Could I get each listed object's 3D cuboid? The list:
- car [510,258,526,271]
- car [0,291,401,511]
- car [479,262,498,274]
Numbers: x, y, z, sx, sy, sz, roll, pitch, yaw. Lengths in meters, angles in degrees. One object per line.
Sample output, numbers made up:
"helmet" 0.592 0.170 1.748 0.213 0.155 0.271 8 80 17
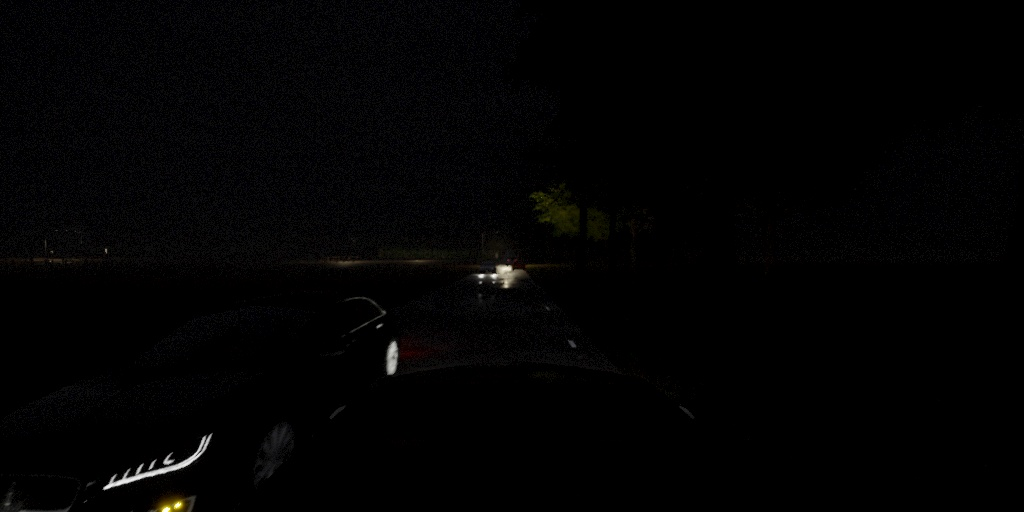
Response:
"car" 0.970 1.382 52.331 1.882 1.535 5.008 0 0 0
"car" -2.837 1.261 4.425 1.837 1.490 4.892 0 0 0
"car" -2.829 1.405 42.798 1.812 1.442 4.674 0 0 0
